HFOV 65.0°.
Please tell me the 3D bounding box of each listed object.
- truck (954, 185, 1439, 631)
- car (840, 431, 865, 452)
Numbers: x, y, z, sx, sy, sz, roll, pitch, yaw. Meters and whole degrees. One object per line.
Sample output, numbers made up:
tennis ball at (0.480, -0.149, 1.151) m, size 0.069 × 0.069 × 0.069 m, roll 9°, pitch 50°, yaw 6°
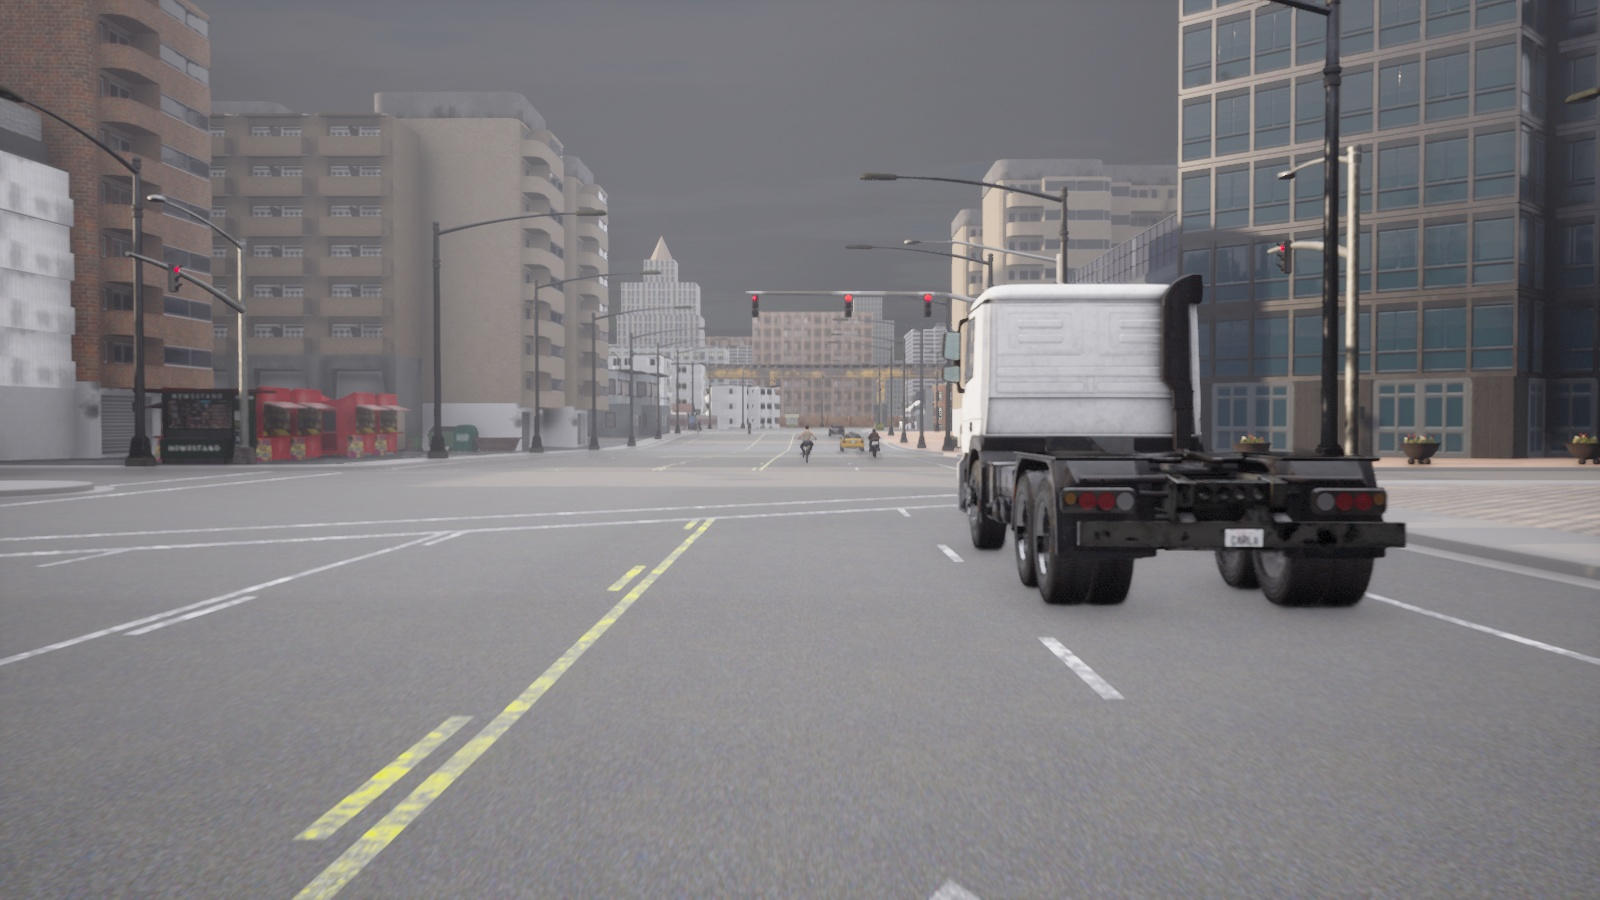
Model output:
truck at (3.568, -0.403, 13.753) m, size 2.891 × 3.462 × 7.936 m, roll 0°, pitch 1°, yaw 1°
car at (4.054, -0.654, 97.641) m, size 1.801 × 1.575 × 5.366 m, roll 0°, pitch 1°, yaw 0°
